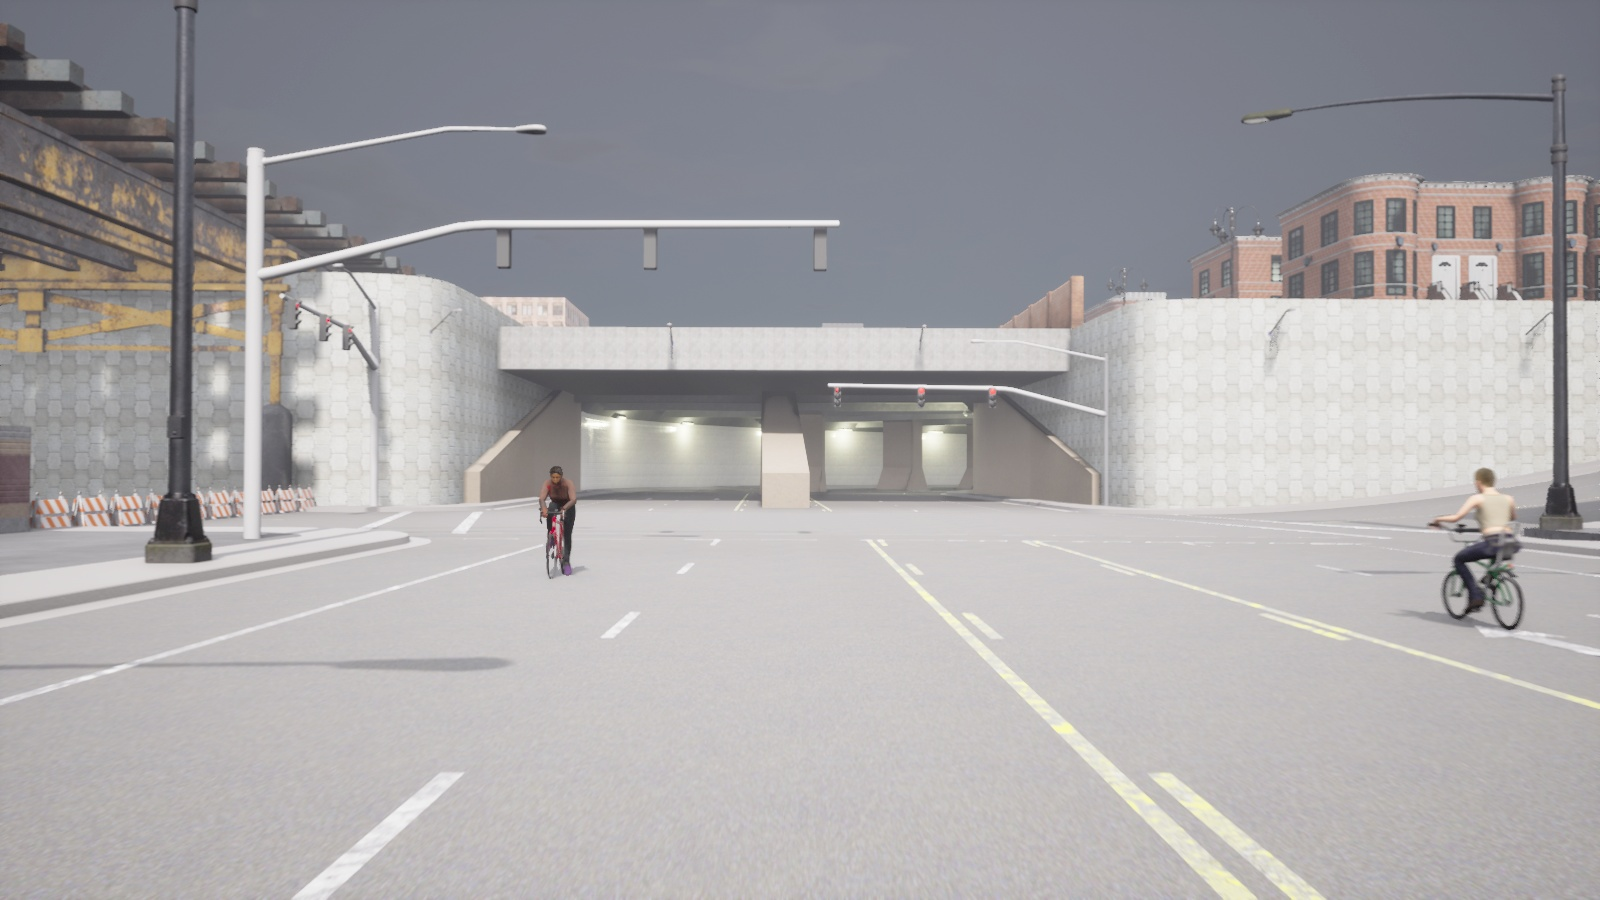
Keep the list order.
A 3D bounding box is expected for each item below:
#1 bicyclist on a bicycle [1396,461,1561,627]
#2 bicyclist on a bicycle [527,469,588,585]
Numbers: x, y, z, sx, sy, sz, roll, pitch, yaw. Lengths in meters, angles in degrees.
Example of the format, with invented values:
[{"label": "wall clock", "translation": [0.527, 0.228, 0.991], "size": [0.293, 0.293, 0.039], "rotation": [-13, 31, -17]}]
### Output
[{"label": "bicyclist on a bicycle", "translation": [6.971, 0.936, 13.002], "size": [0.866, 1.612, 1.509], "rotation": [0, -2, 0]}, {"label": "bicyclist on a bicycle", "translation": [-3.547, 1.091, 18.473], "size": [0.582, 1.620, 1.656], "rotation": [0, -1, 0]}]
